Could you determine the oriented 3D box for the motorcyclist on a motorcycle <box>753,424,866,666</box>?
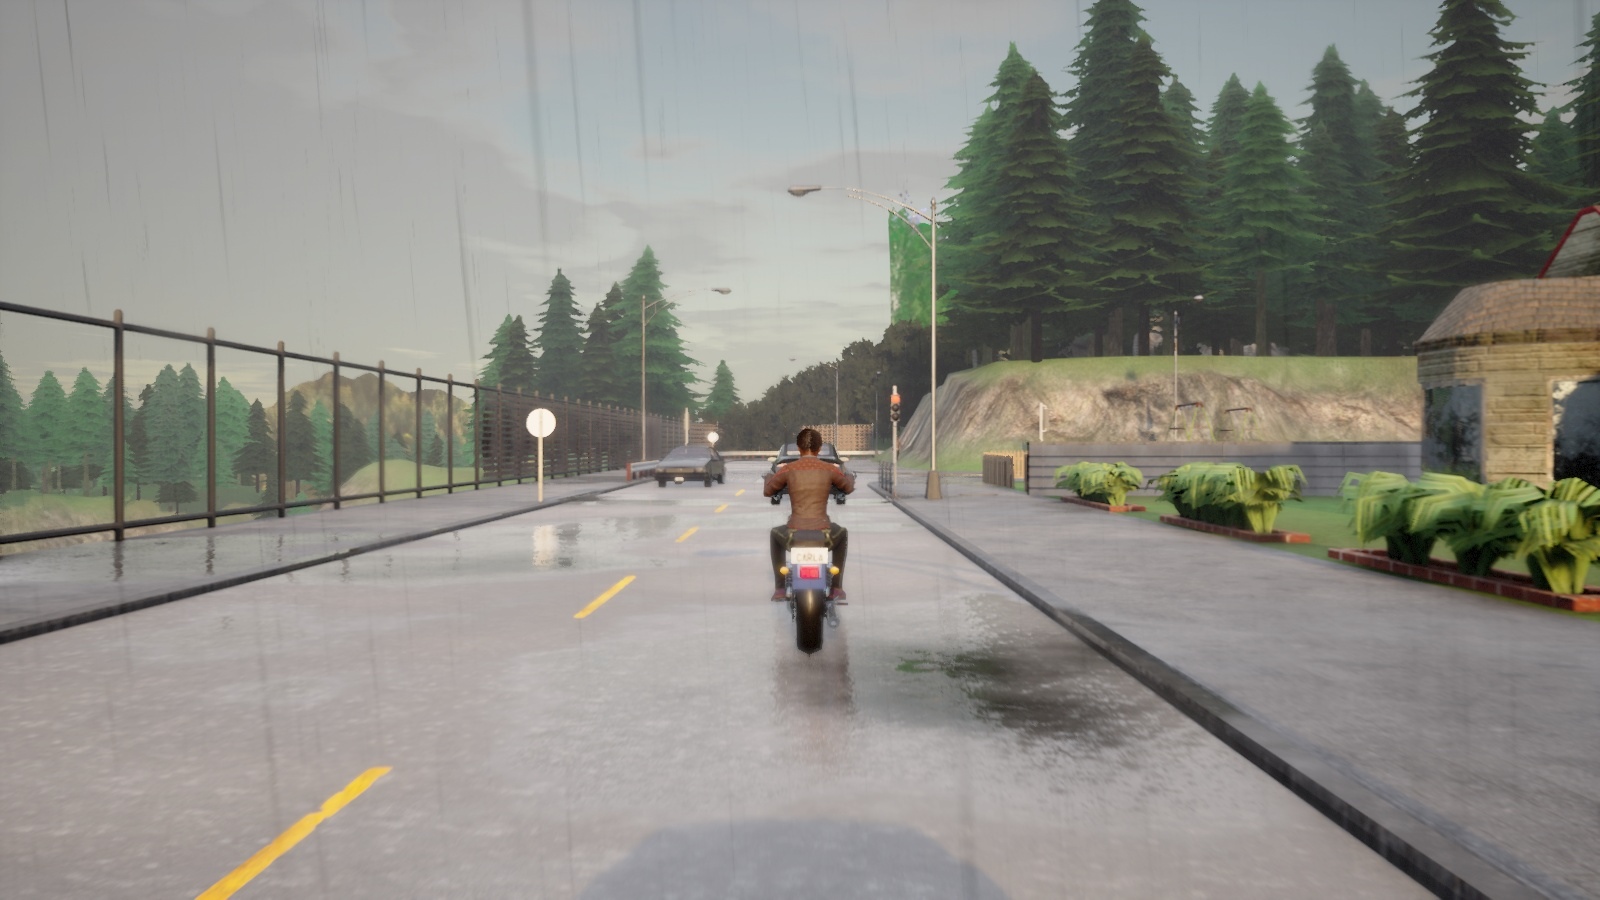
[{"bbox_3d":[0.072,0.642,9.705,0.766,1.649,2.350,0,0,0],"label":"motorcyclist on a motorcycle"}]

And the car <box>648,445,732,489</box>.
[{"bbox_3d":[-3.736,0.545,43.588,2.033,1.411,5.357,0,0,5],"label":"car"}]

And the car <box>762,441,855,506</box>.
[{"bbox_3d":[0.205,0.526,31.348,2.128,1.511,4.902,0,0,0],"label":"car"}]
